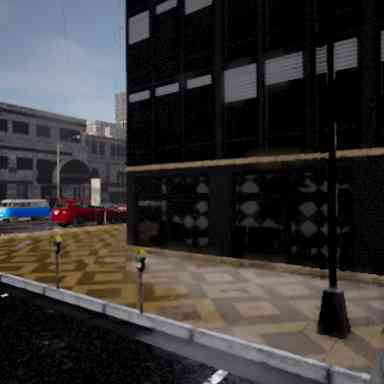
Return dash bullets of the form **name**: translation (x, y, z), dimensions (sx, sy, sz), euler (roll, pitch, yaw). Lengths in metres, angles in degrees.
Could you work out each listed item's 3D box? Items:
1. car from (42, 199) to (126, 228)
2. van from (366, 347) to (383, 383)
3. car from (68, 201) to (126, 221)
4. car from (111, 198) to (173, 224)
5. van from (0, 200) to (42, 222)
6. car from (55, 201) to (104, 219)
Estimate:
- **car**: translation (-7.239, 1.446, 23.059), dimensions (2.192, 1.841, 5.009), euler (-1, -1, 35)
- **van**: translation (2.653, 1.333, 0.947), dimensions (3.998, 1.788, 1.690), euler (0, 0, 35)
- **car**: translation (-8.746, 1.695, 30.932), dimensions (2.128, 1.511, 4.902), euler (-1, -1, 35)
- **car**: translation (-4.043, 1.464, 27.565), dimensions (2.192, 1.841, 5.009), euler (-1, -1, 35)
- **van**: translation (-14.075, 1.552, 27.905), dimensions (1.690, 1.788, 3.998), euler (-1, -1, 35)
- **car**: translation (-10.878, 1.669, 32.409), dimensions (1.967, 1.590, 4.097), euler (-1, -1, 35)
